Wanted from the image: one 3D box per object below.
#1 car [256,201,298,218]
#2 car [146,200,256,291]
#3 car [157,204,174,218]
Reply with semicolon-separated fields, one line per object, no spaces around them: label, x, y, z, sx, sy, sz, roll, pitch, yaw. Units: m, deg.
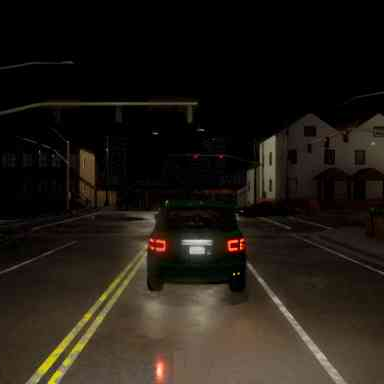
car;6.558;1.544;29.267;5.357;1.411;2.033;0;0;-9
car;0.098;1.220;9.109;2.150;2.045;5.566;0;0;0
car;-3.555;2.590;45.382;1.812;1.442;4.674;0;-9;0
